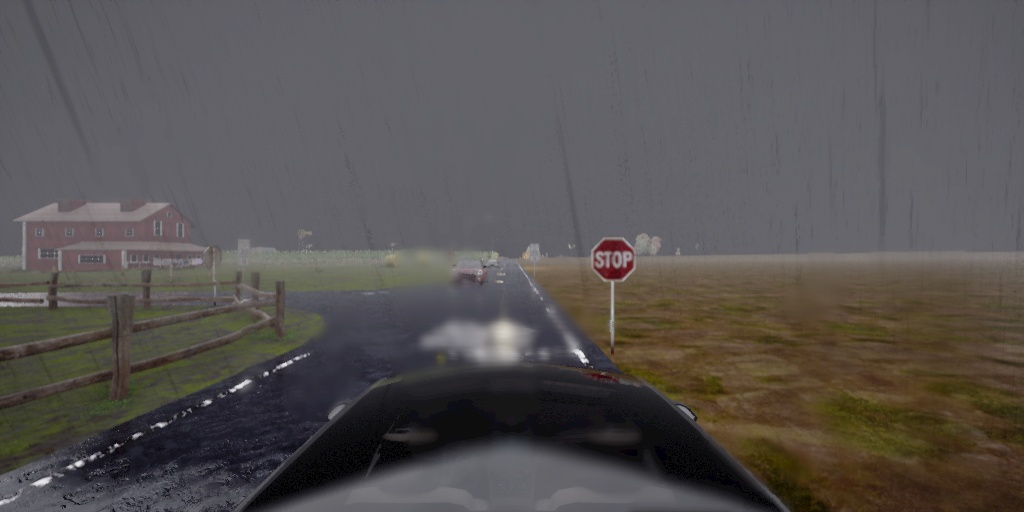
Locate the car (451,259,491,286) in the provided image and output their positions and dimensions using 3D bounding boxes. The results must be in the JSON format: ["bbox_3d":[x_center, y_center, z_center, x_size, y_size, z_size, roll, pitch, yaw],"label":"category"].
[{"bbox_3d":[-2.756,0.988,24.033,2.097,1.767,4.553,0,0,0],"label":"car"}]

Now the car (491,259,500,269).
[{"bbox_3d":[-2.766,1.170,51.891,1.994,1.385,4.181,0,0,0],"label":"car"}]
